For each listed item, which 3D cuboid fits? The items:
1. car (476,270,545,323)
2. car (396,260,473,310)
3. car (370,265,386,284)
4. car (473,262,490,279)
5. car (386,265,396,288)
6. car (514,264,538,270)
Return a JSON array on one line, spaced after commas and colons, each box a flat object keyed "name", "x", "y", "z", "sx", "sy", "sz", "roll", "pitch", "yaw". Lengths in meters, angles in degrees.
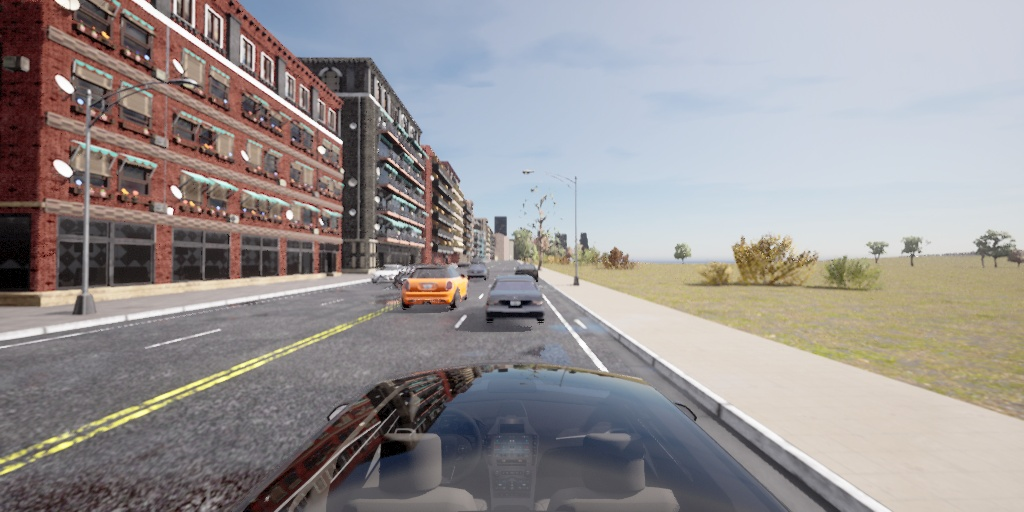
[{"name": "car", "x": 0.115, "y": 1.367, "z": 12.455, "sx": 2.033, "sy": 1.411, "sz": 5.357, "roll": 0, "pitch": 0, "yaw": 0}, {"name": "car", "x": -3.130, "y": 1.190, "z": 15.461, "sx": 2.097, "sy": 1.767, "sz": 4.553, "roll": 0, "pitch": 0, "yaw": 0}, {"name": "car", "x": -9.806, "y": 1.452, "z": 29.164, "sx": 1.812, "sy": 1.442, "sz": 4.674, "roll": 0, "pitch": 0, "yaw": 0}, {"name": "car", "x": -3.096, "y": 1.501, "z": 33.305, "sx": 2.033, "sy": 1.411, "sz": 5.357, "roll": 0, "pitch": 0, "yaw": 0}, {"name": "car", "x": -6.564, "y": 1.389, "z": 24.572, "sx": 2.128, "sy": 1.511, "sz": 4.902, "roll": 0, "pitch": 0, "yaw": 0}, {"name": "car", "x": 1.184, "y": 1.410, "z": 30.015, "sx": 1.882, "sy": 1.535, "sz": 5.008, "roll": 0, "pitch": 0, "yaw": 0}]
